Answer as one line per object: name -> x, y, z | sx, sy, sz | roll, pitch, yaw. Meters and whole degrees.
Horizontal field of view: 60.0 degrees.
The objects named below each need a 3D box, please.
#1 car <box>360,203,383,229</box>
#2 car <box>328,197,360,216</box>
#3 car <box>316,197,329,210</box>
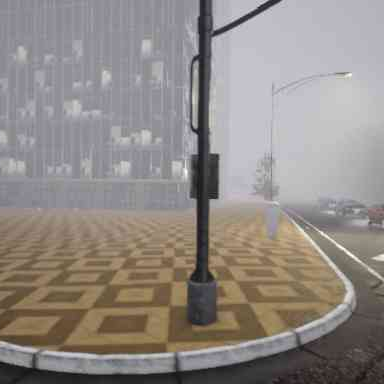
car -> 12.296, 1.422, 20.545 | 1.882, 1.535, 5.008 | 1, 0, 12
car -> 14.337, 1.398, 30.412 | 2.128, 1.511, 4.902 | 1, 0, 12
car -> 16.318, 1.361, 40.409 | 2.128, 1.511, 4.902 | 1, 0, 11
